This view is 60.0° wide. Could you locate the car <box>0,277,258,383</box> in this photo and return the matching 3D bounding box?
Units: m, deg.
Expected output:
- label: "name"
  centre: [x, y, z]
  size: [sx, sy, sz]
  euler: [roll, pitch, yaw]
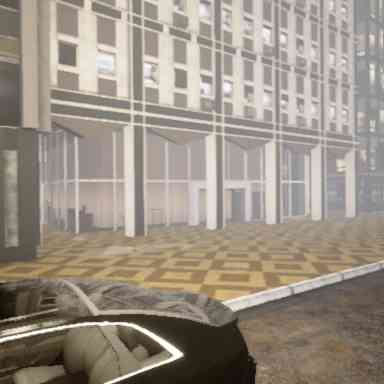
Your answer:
- label: "car"
  centre: [-1.707, 1.506, 2.161]
  size: [4.892, 1.490, 1.837]
  euler: [0, 0, -36]
